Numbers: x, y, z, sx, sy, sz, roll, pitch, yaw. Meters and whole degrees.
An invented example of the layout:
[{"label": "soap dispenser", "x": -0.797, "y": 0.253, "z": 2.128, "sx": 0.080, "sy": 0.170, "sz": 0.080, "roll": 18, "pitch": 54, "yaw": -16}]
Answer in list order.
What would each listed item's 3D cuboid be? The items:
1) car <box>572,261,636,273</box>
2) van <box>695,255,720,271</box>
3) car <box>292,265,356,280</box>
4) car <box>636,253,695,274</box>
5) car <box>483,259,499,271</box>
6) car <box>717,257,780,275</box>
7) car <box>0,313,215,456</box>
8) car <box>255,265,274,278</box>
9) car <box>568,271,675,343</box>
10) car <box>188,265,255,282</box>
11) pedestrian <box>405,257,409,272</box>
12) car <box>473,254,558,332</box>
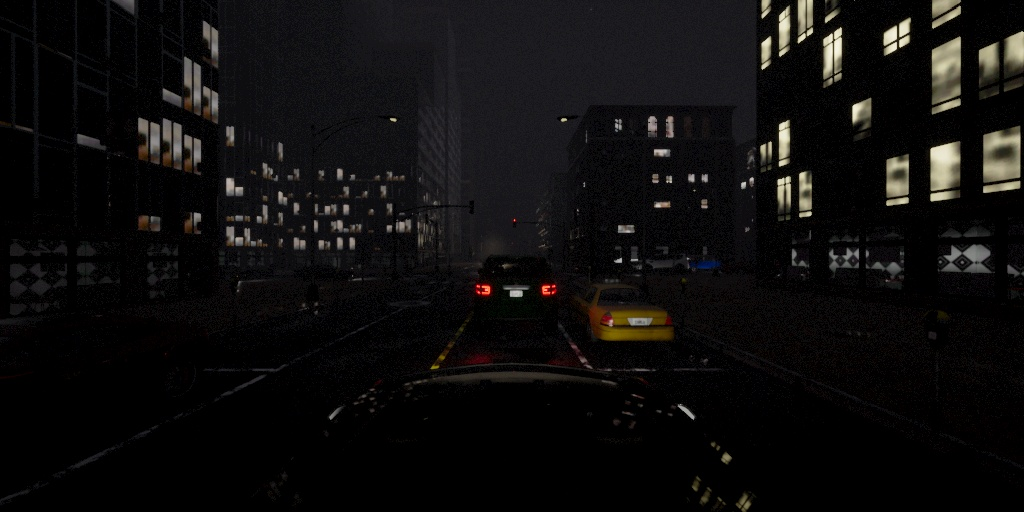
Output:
[{"label": "car", "x": 8.469, "y": 1.174, "z": 34.030, "sx": 5.357, "sy": 1.411, "sz": 2.033, "roll": -1, "pitch": 0, "yaw": 1}, {"label": "van", "x": 20.941, "y": 0.798, "z": 39.758, "sx": 3.998, "sy": 1.789, "sz": 1.690, "roll": 0, "pitch": 0, "yaw": -1}, {"label": "car", "x": -17.721, "y": 1.514, "z": 33.861, "sx": 5.357, "sy": 1.411, "sz": 2.033, "roll": -1, "pitch": 0, "yaw": -1}, {"label": "car", "x": 15.398, "y": 0.754, "z": 37.228, "sx": 5.566, "sy": 2.045, "sz": 2.150, "roll": -1, "pitch": 0, "yaw": -1}, {"label": "car", "x": -2.824, "y": 1.242, "z": 49.127, "sx": 2.128, "sy": 1.511, "sz": 4.902, "roll": 0, "pitch": 0, "yaw": -2}, {"label": "car", "x": 21.057, "y": 1.018, "z": 31.878, "sx": 4.507, "sy": 1.381, "sz": 1.888, "roll": 0, "pitch": 0, "yaw": -1}, {"label": "car", "x": -5.317, "y": 1.332, "z": 3.738, "sx": 1.802, "sy": 1.307, "sz": 4.207, "roll": 0, "pitch": 0, "yaw": 0}, {"label": "car", "x": -28.439, "y": 1.648, "z": 39.096, "sx": 4.403, "sy": 1.370, "sz": 2.007, "roll": 0, "pitch": 0, "yaw": -1}, {"label": "car", "x": 2.558, "y": 1.275, "z": 9.475, "sx": 1.751, "sy": 1.417, "sz": 4.829, "roll": 0, "pitch": 0, "yaw": 0}, {"label": "car", "x": -27.536, "y": 1.602, "z": 33.726, "sx": 4.892, "sy": 1.490, "sz": 1.837, "roll": -1, "pitch": 0, "yaw": -1}, {"label": "pedestrian", "x": -12.390, "y": 1.019, "z": 42.297, "sx": 0.375, "sy": 1.860, "sz": 0.375, "roll": 0, "pitch": 1, "yaw": -1}, {"label": "car", "x": 0.090, "y": 0.971, "z": 11.028, "sx": 2.150, "sy": 2.045, "sz": 5.566, "roll": 0, "pitch": 0, "yaw": 0}]
